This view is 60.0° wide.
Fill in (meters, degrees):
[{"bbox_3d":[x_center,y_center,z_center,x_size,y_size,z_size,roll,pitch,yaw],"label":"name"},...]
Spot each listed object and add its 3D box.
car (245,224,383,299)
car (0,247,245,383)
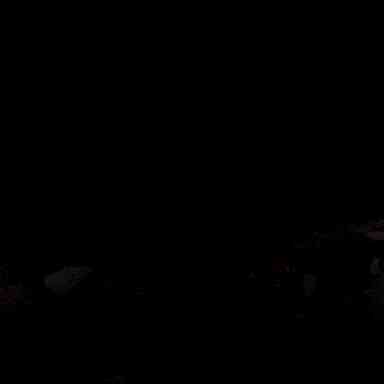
[{"bbox_3d":[3.125,1.537,8.415,4.507,1.381,1.887,0,0,-35],"label":"car"},{"bbox_3d":[-1.368,1.580,5.211,4.206,1.307,1.802,0,0,-35],"label":"car"}]
